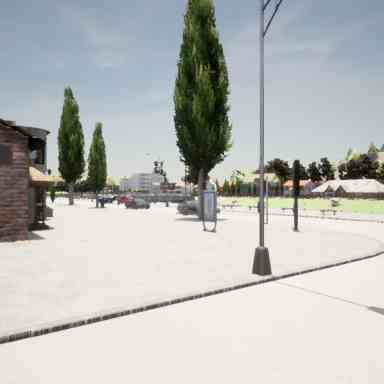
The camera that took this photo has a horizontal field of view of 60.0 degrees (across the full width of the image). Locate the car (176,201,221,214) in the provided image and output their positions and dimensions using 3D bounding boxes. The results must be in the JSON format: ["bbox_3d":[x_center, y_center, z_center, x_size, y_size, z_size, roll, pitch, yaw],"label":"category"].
[{"bbox_3d":[0.525,1.548,32.663,2.033,1.411,5.357,0,0,-36],"label":"car"}]

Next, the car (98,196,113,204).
[{"bbox_3d":[-16.897,1.478,64.089,1.882,1.535,5.008,0,0,-36],"label":"car"}]

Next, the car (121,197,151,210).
[{"bbox_3d":[-7.058,1.564,43.233,1.994,1.385,4.181,0,0,-36],"label":"car"}]

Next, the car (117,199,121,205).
[{"bbox_3d":[-10.938,1.526,55.800,1.812,1.442,4.674,0,0,-36],"label":"car"}]
